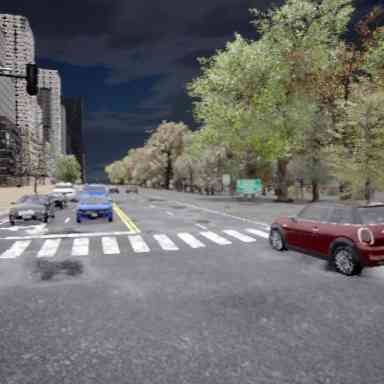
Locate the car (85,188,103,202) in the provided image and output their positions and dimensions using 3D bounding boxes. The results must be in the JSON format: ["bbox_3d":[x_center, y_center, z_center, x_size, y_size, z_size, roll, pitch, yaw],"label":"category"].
[{"bbox_3d":[-11.517,0.283,39.108,1.812,1.442,4.674,-1,2,-16],"label":"car"}]

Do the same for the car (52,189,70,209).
[{"bbox_3d":[-11.571,0.729,27.783,1.895,1.301,4.718,-1,2,-16],"label":"car"}]

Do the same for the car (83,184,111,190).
[{"bbox_3d":[-8.601,0.288,29.186,2.150,2.045,5.566,-1,2,-16],"label":"car"}]

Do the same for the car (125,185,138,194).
[{"bbox_3d":[-10.879,-0.489,59.962,2.128,1.511,4.902,1,1,-17],"label":"car"}]

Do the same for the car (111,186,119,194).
[{"bbox_3d":[-14.096,-0.392,59.277,1.812,1.442,4.674,-3,1,-16],"label":"car"}]

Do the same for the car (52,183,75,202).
[{"bbox_3d":[-14.603,0.029,38.062,2.150,2.045,5.566,-1,2,-16],"label":"car"}]

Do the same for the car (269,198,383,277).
[{"bbox_3d":[4.132,1.022,9.796,2.097,1.767,4.553,-3,1,-17],"label":"car"}]

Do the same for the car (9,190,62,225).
[{"bbox_3d":[-8.928,0.897,18.899,2.128,1.511,4.902,-1,2,-17],"label":"car"}]

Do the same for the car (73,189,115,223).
[{"bbox_3d":[-5.770,0.841,19.673,1.882,1.535,5.008,-1,2,-16],"label":"car"}]
